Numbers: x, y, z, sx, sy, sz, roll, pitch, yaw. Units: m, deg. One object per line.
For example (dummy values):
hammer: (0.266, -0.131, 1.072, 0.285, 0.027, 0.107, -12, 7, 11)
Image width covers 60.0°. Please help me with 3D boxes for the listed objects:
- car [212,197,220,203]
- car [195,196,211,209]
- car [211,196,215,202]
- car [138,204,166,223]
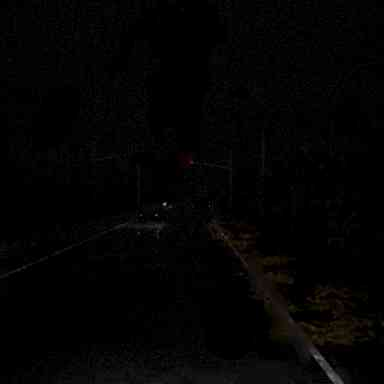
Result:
car: (6.784, 2.218, 94.038, 1.882, 1.535, 5.008, 0, -2, 6)
car: (1.510, 1.836, 53.131, 1.994, 1.385, 4.181, 0, 3, 5)
car: (4.946, 1.634, 80.383, 1.812, 1.442, 4.674, 0, -3, 8)
car: (-3.396, 1.749, 28.669, 1.882, 1.535, 5.008, 0, -1, 2)
